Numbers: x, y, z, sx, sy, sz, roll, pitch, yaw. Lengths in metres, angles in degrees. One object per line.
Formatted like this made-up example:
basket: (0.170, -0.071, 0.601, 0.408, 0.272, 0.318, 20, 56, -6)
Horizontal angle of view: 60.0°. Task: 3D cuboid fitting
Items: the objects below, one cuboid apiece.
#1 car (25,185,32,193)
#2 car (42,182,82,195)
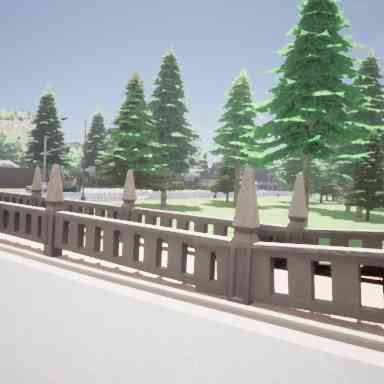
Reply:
car: (-19.910, -0.601, 44.669, 1.812, 1.442, 4.674, 4, 2, 37)
car: (-16.710, -0.523, 43.087, 2.097, 1.767, 4.553, 4, 2, 37)
